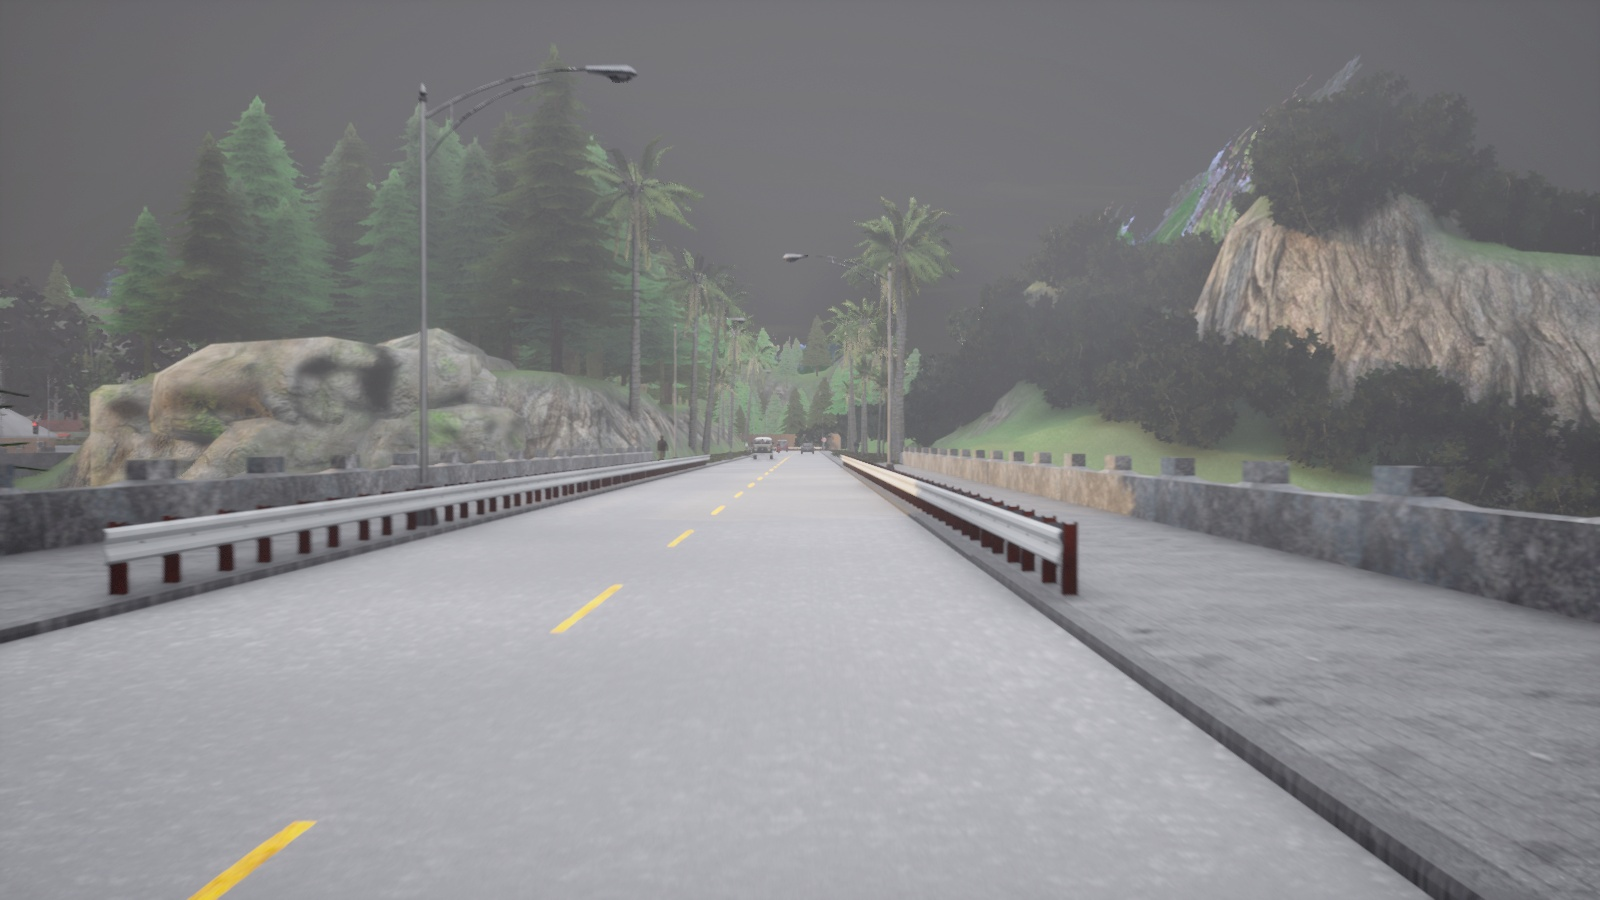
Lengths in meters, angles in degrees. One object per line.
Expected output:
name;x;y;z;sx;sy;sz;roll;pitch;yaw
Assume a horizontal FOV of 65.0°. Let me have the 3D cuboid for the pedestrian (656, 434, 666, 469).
pedestrian;-7.430;0.077;67.065;0.431;1.840;0.703;0;0;-1
